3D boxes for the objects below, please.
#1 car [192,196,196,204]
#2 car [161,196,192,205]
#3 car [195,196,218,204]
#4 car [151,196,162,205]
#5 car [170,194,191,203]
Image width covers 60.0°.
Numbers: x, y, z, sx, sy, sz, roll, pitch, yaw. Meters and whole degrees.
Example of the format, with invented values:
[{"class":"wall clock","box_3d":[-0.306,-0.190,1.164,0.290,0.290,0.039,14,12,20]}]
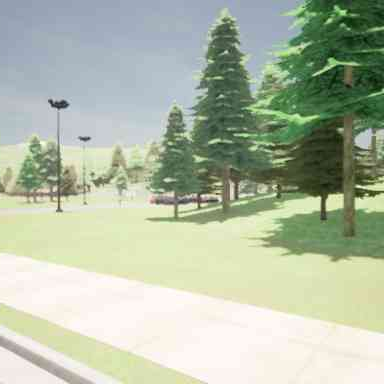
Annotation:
[{"class":"car","box_3d":[0.403,1.548,67.948,1.882,1.535,5.008,0,0,36]},{"class":"car","box_3d":[-2.651,1.665,57.747,1.895,1.301,4.718,0,0,37]},{"class":"car","box_3d":[3.246,1.665,65.907,1.895,1.301,4.718,0,0,36]},{"class":"car","box_3d":[-4.650,1.423,60.949,2.097,1.767,4.553,0,0,37]},{"class":"car","box_3d":[-2.441,1.422,69.989,2.097,1.767,4.553,0,0,36]}]
